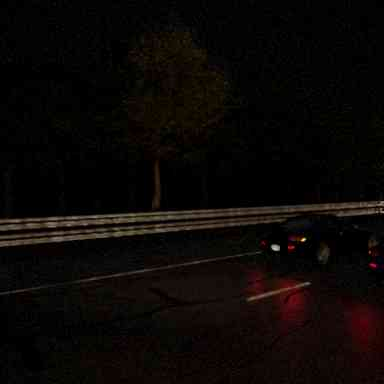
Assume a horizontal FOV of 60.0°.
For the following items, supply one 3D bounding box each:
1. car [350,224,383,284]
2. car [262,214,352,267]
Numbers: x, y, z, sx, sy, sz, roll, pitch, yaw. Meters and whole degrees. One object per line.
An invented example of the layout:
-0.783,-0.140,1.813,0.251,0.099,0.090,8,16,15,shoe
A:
6.020,1.460,8.035,4.674,1.442,1.812,0,0,-35,car
4.334,1.457,11.133,4.674,1.442,1.812,0,0,-35,car
